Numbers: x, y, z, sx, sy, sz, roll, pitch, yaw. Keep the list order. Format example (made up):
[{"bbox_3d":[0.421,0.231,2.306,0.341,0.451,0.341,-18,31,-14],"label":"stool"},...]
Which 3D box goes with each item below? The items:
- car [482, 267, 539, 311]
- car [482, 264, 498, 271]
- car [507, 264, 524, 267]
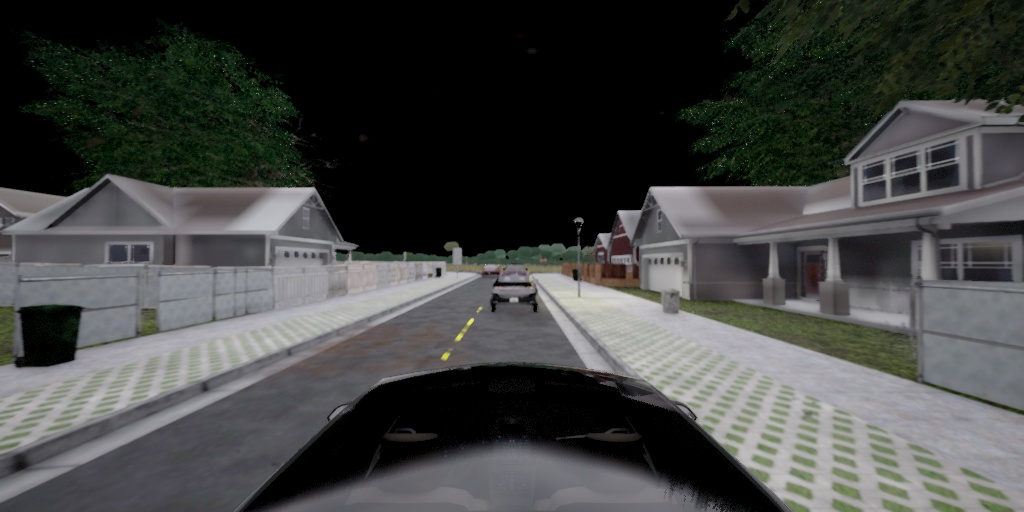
[{"bbox_3d":[0.118,1.390,15.262,2.128,1.511,4.902,0,0,1],"label":"car"},{"bbox_3d":[-2.399,1.681,41.594,1.882,1.535,5.008,0,-1,1],"label":"car"},{"bbox_3d":[0.279,1.419,30.191,2.097,1.767,4.553,0,-1,1],"label":"car"}]
